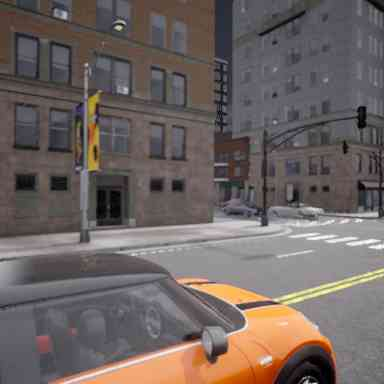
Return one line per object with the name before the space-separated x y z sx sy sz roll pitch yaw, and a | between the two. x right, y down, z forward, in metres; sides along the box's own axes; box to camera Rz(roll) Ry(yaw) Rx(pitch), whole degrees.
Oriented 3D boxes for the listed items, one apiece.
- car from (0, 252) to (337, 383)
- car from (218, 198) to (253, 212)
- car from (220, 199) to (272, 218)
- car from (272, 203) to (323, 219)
car | -0.760 1.355 2.899 4.553 1.767 2.097 0 0 -36
car | 5.213 1.523 40.224 1.967 1.590 4.097 1 0 -35
car | 4.921 1.615 31.119 1.994 1.385 4.181 0 0 -36
car | 9.295 1.677 30.266 1.895 1.301 4.718 1 0 -36
